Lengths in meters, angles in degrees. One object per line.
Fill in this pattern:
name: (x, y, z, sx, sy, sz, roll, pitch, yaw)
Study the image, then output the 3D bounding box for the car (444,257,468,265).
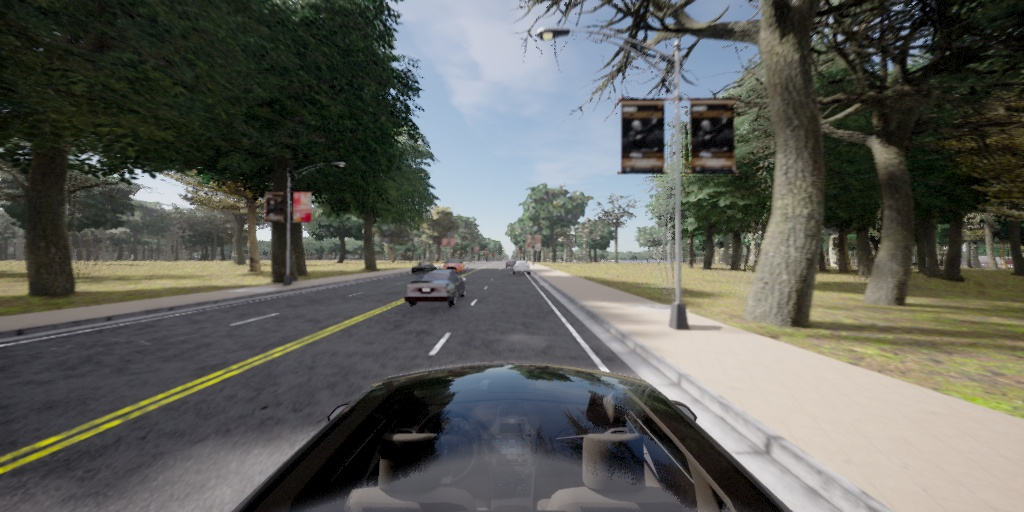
car: (-6.658, 1.102, 41.414, 2.097, 1.767, 4.553, 0, 0, 0)

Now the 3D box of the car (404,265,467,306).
car: (-3.161, 1.302, 15.704, 2.033, 1.411, 5.357, 0, 0, 0)

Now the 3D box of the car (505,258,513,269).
car: (-0.118, 1.238, 57.838, 2.128, 1.511, 4.902, 0, 0, 0)

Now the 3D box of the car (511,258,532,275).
car: (1.067, 1.277, 39.457, 1.812, 1.442, 4.674, 0, 0, 0)

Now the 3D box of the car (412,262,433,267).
car: (-9.910, 1.352, 40.330, 1.895, 1.301, 4.718, 0, 0, 0)
